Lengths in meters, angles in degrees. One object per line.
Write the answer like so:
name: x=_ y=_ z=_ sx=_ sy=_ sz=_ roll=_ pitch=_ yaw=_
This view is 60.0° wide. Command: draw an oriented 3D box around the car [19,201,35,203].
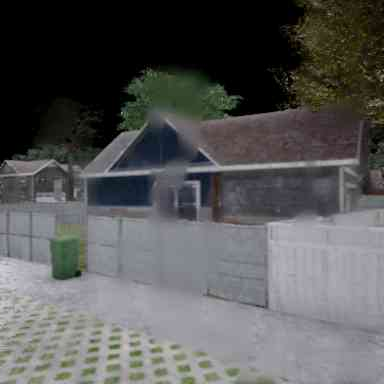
car: x=-17.846 y=1.641 z=35.646 sx=1.994 sy=1.385 sz=4.181 roll=-1 pitch=0 yaw=30
